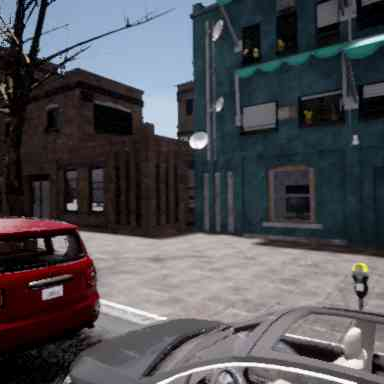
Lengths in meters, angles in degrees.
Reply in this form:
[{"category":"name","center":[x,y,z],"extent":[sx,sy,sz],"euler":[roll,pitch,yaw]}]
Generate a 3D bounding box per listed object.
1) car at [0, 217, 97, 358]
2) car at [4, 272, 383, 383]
[{"category":"car","center":[-3.669,1.336,5.508],"extent":[5.009,1.841,2.192],"euler":[0,-1,36]},{"category":"car","center":[0.845,1.553,2.285],"extent":[4.403,1.369,2.008],"euler":[0,-1,36]}]
